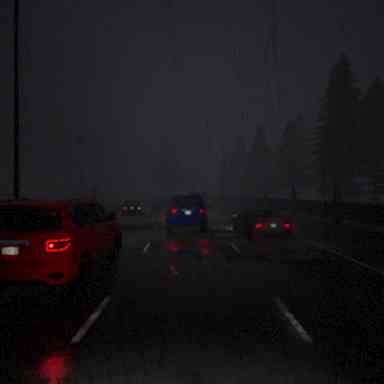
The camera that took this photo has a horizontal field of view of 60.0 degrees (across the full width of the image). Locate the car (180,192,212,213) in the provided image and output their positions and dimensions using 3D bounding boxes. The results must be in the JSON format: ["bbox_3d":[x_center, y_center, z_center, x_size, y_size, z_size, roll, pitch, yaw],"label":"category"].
[{"bbox_3d":[0.322,1.085,36.254,2.150,2.045,5.566,0,0,-13],"label":"car"}]

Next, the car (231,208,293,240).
[{"bbox_3d":[3.300,1.484,16.651,2.033,1.411,5.357,0,0,-4],"label":"car"}]

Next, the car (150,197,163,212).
[{"bbox_3d":[-3.512,1.366,37.016,1.837,1.490,4.892,0,0,-14],"label":"car"}]

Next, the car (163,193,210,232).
[{"bbox_3d":[-0.441,1.147,19.592,2.150,2.045,5.566,0,0,-5],"label":"car"}]

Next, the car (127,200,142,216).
[{"bbox_3d":[-5.631,1.431,30.974,2.033,1.411,5.357,0,0,-12],"label":"car"}]

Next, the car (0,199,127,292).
[{"bbox_3d":[-3.429,1.188,8.931,2.150,2.045,5.566,0,0,-1],"label":"car"}]
